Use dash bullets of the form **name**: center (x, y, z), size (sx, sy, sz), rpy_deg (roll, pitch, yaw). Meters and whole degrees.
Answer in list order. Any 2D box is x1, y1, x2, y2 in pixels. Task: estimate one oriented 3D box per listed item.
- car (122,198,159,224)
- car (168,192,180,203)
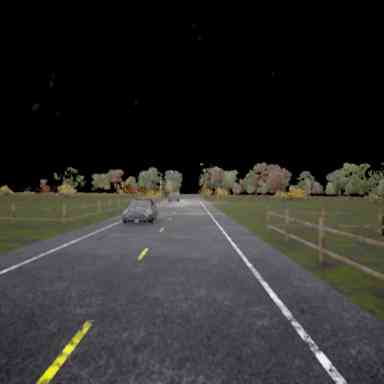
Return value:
- **car**: center (-3.598, 1.289, 23.882), size (2.097, 1.767, 4.553), rpy_deg (0, 0, 0)
- **car**: center (-3.514, 1.056, 65.388), size (2.150, 2.045, 5.566), rpy_deg (0, 0, 0)
